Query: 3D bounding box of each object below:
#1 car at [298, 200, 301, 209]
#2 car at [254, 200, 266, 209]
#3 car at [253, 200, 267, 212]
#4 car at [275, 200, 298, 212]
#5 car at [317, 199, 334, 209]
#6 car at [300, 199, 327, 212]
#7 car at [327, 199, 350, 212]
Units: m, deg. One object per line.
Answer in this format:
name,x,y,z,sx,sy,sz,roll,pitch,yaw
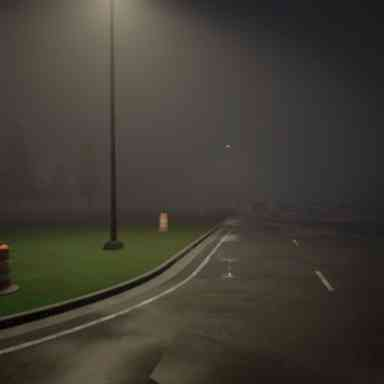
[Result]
car,18.452,2.051,55.375,2.033,1.411,5.357,-1,-1,12
car,11.596,2.106,56.788,1.837,1.490,4.892,-1,-1,12
car,9.573,1.987,46.733,2.128,1.511,4.902,-1,-1,12
car,12.975,1.937,45.906,2.128,1.511,4.902,-1,-1,12
car,21.879,1.960,54.669,1.837,1.490,4.892,-1,-1,12
car,16.401,1.944,45.190,2.033,1.411,5.357,-1,-1,12
car,19.906,1.878,44.837,1.812,1.442,4.674,-1,-1,13
